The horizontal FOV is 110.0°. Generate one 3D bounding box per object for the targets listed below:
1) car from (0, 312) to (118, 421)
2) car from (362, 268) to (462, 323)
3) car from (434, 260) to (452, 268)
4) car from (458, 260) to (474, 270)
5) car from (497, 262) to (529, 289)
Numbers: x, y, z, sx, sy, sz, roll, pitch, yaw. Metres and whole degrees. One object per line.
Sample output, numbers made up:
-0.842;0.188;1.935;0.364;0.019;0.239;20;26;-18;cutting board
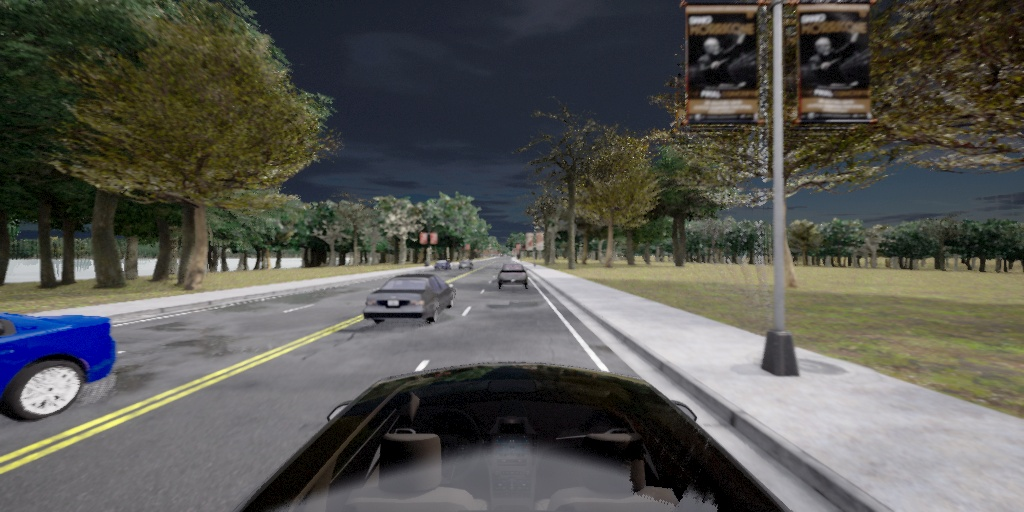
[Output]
-6.602;1.228;2.979;1.882;1.535;5.008;0;0;0;car
-3.161;1.299;12.054;2.033;1.411;5.357;0;0;0;car
-10.020;1.300;51.924;1.812;1.442;4.674;0;0;0;car
-6.768;1.269;53.037;2.128;1.511;4.902;0;0;0;car
0.055;1.245;23.310;2.128;1.511;4.902;0;0;0;car
